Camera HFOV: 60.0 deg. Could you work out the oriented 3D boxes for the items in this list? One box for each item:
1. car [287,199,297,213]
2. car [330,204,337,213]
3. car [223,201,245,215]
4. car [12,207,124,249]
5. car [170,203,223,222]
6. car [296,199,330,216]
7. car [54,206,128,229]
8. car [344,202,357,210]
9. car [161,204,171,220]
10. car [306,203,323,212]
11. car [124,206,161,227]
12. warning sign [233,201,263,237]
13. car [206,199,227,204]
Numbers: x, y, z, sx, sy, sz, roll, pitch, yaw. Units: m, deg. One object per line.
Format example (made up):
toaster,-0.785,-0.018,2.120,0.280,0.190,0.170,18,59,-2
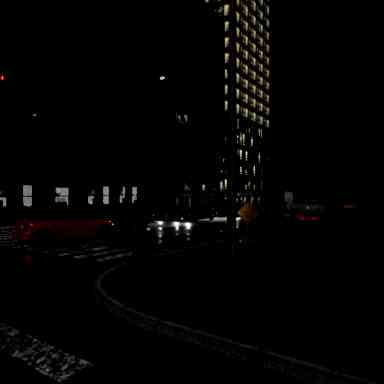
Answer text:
car,15.836,2.138,49.508,2.150,2.045,5.566,0,-1,33
car,21.811,2.596,52.990,1.994,1.385,4.181,0,-1,33
car,6.034,2.180,40.593,2.128,1.511,4.902,0,-1,33
car,-5.948,1.558,16.032,2.097,1.767,4.553,-1,-1,43
car,0.553,2.054,32.061,2.033,1.411,5.357,0,-1,33
car,16.088,2.065,44.001,2.150,2.045,5.566,0,-1,35
car,-7.540,1.873,25.460,2.033,1.411,5.357,0,-1,33
car,31.360,2.789,65.776,1.882,1.535,5.008,0,-1,33
car,-2.358,2.002,33.539,1.837,1.490,4.892,0,-1,33
car,21.572,2.671,58.460,1.994,1.385,4.181,0,-1,33
car,-4.883,1.874,23.582,2.033,1.411,5.357,0,-1,33
warning sign,3.124,1.454,18.531,1.300,1.860,1.060,1,1,33
car,3.176,1.902,42.160,2.150,2.045,5.566,0,-1,32
